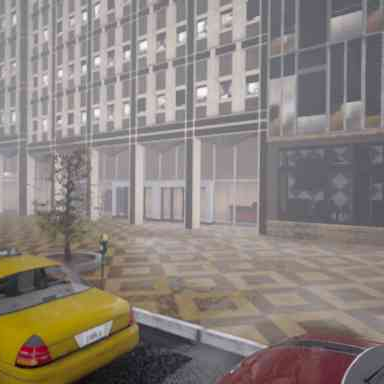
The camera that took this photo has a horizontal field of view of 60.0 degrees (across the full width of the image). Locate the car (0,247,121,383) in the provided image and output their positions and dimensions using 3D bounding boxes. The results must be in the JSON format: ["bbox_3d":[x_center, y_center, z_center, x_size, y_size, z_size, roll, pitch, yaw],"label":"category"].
[{"bbox_3d":[-2.944,1.513,4.967,4.829,1.417,1.752,0,1,36],"label":"car"}]

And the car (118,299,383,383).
[{"bbox_3d":[1.820,1.442,1.566,4.097,1.590,1.967,0,1,36],"label":"car"}]
